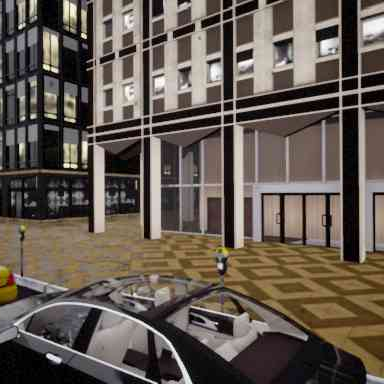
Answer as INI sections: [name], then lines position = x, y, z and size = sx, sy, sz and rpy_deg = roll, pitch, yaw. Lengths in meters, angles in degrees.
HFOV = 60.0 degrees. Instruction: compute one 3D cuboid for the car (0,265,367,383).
[car]
position = -0.650, 1.550, 3.346
size = 4.403, 1.369, 2.008
rpy_deg = 0, 0, 36
